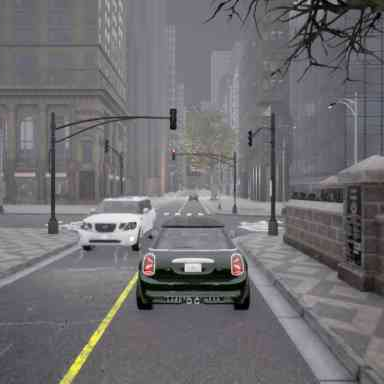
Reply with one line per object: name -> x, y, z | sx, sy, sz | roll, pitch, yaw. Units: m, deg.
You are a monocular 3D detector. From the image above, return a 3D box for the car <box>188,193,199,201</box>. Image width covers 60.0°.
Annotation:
car -> 0.308, 1.052, 70.138 | 2.097, 1.767, 4.553 | 0, 1, 0

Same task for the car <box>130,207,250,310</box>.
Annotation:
car -> 0.035, 1.352, 7.982 | 2.097, 1.767, 4.553 | 0, 0, 0

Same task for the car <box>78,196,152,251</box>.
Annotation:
car -> -2.930, 1.221, 14.309 | 2.150, 2.045, 5.566 | 0, 0, 3
